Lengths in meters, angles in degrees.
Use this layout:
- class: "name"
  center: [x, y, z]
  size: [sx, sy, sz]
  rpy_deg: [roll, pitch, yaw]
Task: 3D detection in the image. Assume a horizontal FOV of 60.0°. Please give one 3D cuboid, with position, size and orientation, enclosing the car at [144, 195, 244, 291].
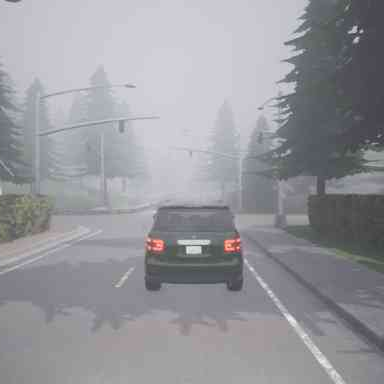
- class: "car"
  center: [0.052, 1.221, 9.156]
  size: [2.150, 2.045, 5.566]
  rpy_deg: [0, 0, 0]

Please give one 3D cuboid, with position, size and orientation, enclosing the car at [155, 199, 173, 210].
- class: "car"
  center: [-3.649, 1.601, 43.987]
  size: [1.895, 1.301, 4.718]
  rpy_deg: [0, 0, 0]

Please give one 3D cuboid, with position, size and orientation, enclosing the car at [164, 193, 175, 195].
- class: "car"
  center: [-3.652, 1.221, 54.352]
  size: [2.150, 2.045, 5.566]
  rpy_deg: [0, 0, -1]

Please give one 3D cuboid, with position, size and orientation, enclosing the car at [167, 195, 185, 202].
- class: "car"
  center: [-3.628, 1.524, 74.105]
  size: [1.812, 1.442, 4.674]
  rpy_deg: [0, 0, -35]
